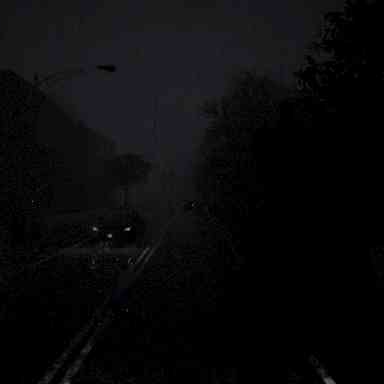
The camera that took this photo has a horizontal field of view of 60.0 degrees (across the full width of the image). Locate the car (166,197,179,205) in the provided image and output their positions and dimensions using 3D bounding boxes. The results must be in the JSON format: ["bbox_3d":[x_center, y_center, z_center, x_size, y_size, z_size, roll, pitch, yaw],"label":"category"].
[{"bbox_3d":[-3.305,1.512,56.523,1.812,1.442,4.674,0,0,0],"label":"car"}]

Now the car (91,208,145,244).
[{"bbox_3d":[-3.350,1.516,15.899,1.812,1.442,4.674,0,0,0],"label":"car"}]

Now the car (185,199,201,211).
[{"bbox_3d":[0.100,1.534,40.722,1.994,1.385,4.181,0,0,0],"label":"car"}]
